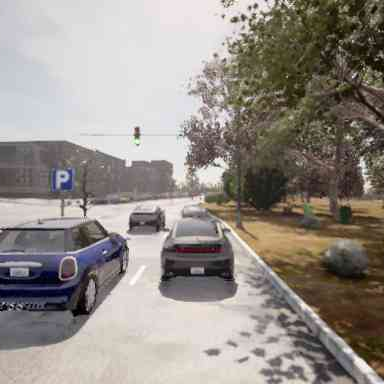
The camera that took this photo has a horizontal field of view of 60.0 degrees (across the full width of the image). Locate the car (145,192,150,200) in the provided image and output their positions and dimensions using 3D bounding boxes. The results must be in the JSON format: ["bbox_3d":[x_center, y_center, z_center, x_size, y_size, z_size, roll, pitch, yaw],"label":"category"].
[{"bbox_3d":[-12.328,1.378,73.739,4.674,1.452,2.002,-1,0,-13],"label":"car"}]

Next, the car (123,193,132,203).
[{"bbox_3d":[-13.848,1.328,58.778,5.366,1.575,1.946,-1,0,-15],"label":"car"}]

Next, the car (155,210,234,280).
[{"bbox_3d":[0.144,1.526,9.966,1.837,1.490,4.892,0,0,0],"label":"car"}]

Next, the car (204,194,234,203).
[{"bbox_3d":[5.150,1.280,64.358,5.366,1.575,1.946,1,0,-13],"label":"car"}]

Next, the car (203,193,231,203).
[{"bbox_3d":[4.616,1.157,61.364,4.553,1.767,2.185,1,0,-14],"label":"car"}]

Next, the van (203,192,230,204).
[{"bbox_3d":[4.235,1.057,58.395,4.442,1.987,1.878,1,0,-14],"label":"van"}]

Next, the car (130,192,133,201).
[{"bbox_3d":[-13.757,1.210,61.730,4.553,1.767,2.185,-1,0,-14],"label":"car"}]

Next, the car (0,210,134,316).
[{"bbox_3d":[-2.874,1.367,7.694,2.097,1.767,4.553,0,0,0],"label":"car"}]

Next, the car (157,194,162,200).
[{"bbox_3d":[-11.070,1.087,82.729,5.566,2.045,2.435,-1,0,-12],"label":"car"}]

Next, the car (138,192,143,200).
[{"bbox_3d":[-13.068,1.338,67.742,4.892,1.521,2.231,-1,0,-14],"label":"car"}]

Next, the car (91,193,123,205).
[{"bbox_3d":[-14.491,1.370,55.785,4.792,1.488,2.163,-1,0,-15],"label":"car"}]

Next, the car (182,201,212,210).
[{"bbox_3d":[0.111,1.588,23.310,2.033,1.411,5.357,0,0,-2],"label":"car"}]

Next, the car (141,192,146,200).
[{"bbox_3d":[-12.698,1.377,70.737,4.674,1.452,2.002,-1,0,-13],"label":"car"}]

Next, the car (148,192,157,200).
[{"bbox_3d":[-11.518,1.378,79.722,4.674,1.452,2.002,-1,0,-12],"label":"car"}]

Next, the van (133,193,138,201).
[{"bbox_3d":[-13.294,1.108,64.771,4.442,1.987,1.878,-1,0,-14],"label":"van"}]

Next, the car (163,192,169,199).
[{"bbox_3d":[-9.690,1.339,91.669,5.008,1.535,2.097,-1,0,-11],"label":"car"}]

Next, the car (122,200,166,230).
[{"bbox_3d":[-2.725,1.529,20.973,2.128,1.511,4.902,0,0,1],"label":"car"}]
